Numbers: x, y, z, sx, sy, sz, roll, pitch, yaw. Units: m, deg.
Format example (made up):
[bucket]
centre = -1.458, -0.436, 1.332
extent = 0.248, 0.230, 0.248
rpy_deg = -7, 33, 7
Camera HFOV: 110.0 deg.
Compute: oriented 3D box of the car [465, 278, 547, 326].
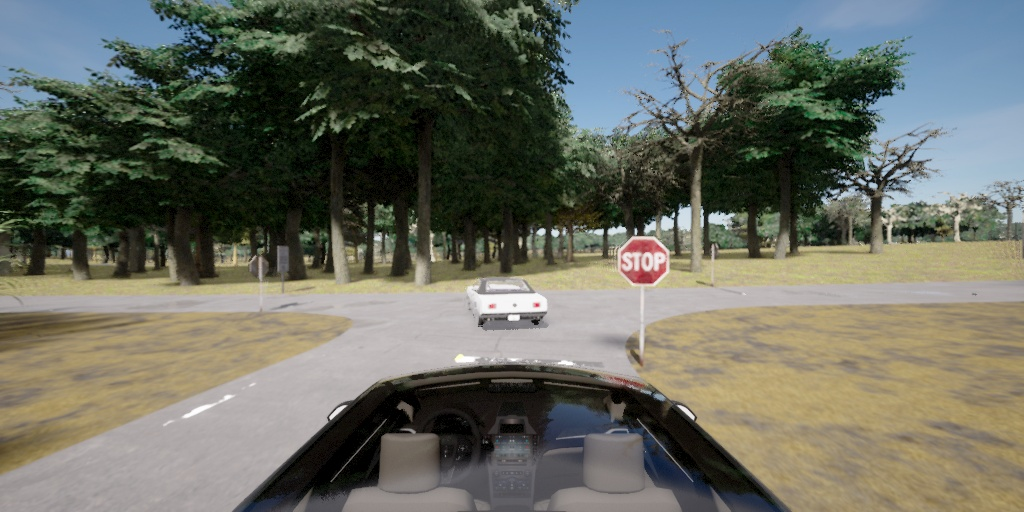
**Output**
[car]
centre = -0.420, 1.346, 11.700
extent = 1.895, 1.301, 4.718
rpy_deg = 0, 0, -12
